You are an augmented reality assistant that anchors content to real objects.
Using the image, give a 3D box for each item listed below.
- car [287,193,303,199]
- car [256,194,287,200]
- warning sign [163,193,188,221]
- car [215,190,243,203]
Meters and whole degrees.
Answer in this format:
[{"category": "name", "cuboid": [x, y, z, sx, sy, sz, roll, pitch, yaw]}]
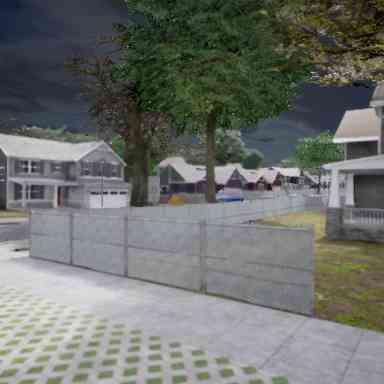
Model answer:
[{"category": "car", "cuboid": [15.975, 0.923, 51.497, 1.812, 1.442, 4.674, 1, 2, 35]}, {"category": "car", "cuboid": [9.992, 1.042, 43.001, 2.128, 1.511, 4.902, 1, 2, 36]}, {"category": "warning sign", "cuboid": [-1.142, 0.994, 23.039, 1.300, 1.860, 1.060, 1, 0, 35]}, {"category": "car", "cuboid": [4.086, 0.798, 39.637, 2.150, 2.045, 5.566, 1, 2, 36]}]
